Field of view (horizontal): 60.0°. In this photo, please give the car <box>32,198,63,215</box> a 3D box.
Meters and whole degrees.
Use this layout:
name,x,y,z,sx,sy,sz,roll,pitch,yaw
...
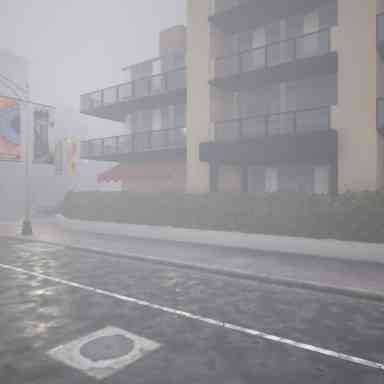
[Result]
name,x,y,z,sx,sy,sz,roll,pitch,yaw
car,-12.695,1.547,33.120,2.033,1.411,5.357,0,0,35
